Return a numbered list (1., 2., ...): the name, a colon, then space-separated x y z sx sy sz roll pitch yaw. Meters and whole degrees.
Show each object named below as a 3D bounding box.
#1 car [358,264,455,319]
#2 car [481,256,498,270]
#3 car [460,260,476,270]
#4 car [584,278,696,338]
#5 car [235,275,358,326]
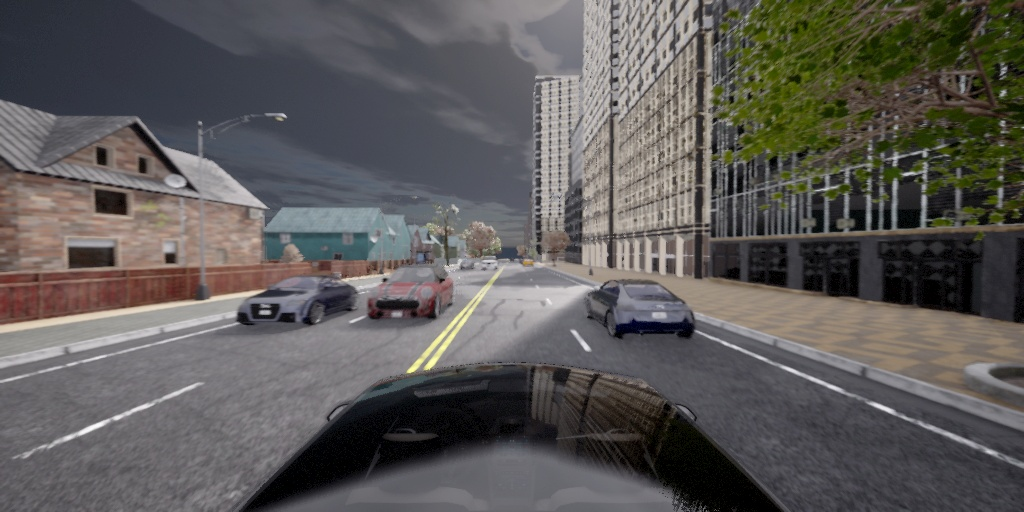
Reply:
1. car: -3.340 1.104 12.648 2.097 1.767 4.553 0 0 0
2. car: -3.274 1.013 53.089 2.150 2.045 5.566 0 0 1
3. car: -6.525 1.284 53.130 2.128 1.511 4.902 0 0 1
4. car: 3.354 1.315 10.163 1.994 1.385 4.181 0 0 0
5. car: -6.592 1.316 11.560 1.994 1.385 4.181 0 0 0
